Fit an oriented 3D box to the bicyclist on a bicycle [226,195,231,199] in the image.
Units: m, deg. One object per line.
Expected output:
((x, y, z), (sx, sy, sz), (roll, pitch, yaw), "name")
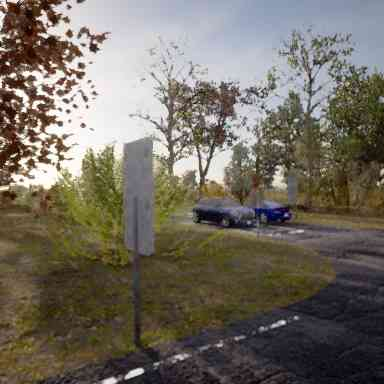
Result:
((3.280, 1.119, 29.668), (1.656, 1.620, 0.582), (0, 1, -36), "bicyclist on a bicycle")

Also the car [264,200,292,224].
((4.461, 1.253, 22.783), (1.882, 1.535, 5.008), (-1, 1, -35), "car")

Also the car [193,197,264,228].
((2.009, 1.171, 21.105), (2.097, 1.767, 4.553), (-1, 1, -35), "car")
